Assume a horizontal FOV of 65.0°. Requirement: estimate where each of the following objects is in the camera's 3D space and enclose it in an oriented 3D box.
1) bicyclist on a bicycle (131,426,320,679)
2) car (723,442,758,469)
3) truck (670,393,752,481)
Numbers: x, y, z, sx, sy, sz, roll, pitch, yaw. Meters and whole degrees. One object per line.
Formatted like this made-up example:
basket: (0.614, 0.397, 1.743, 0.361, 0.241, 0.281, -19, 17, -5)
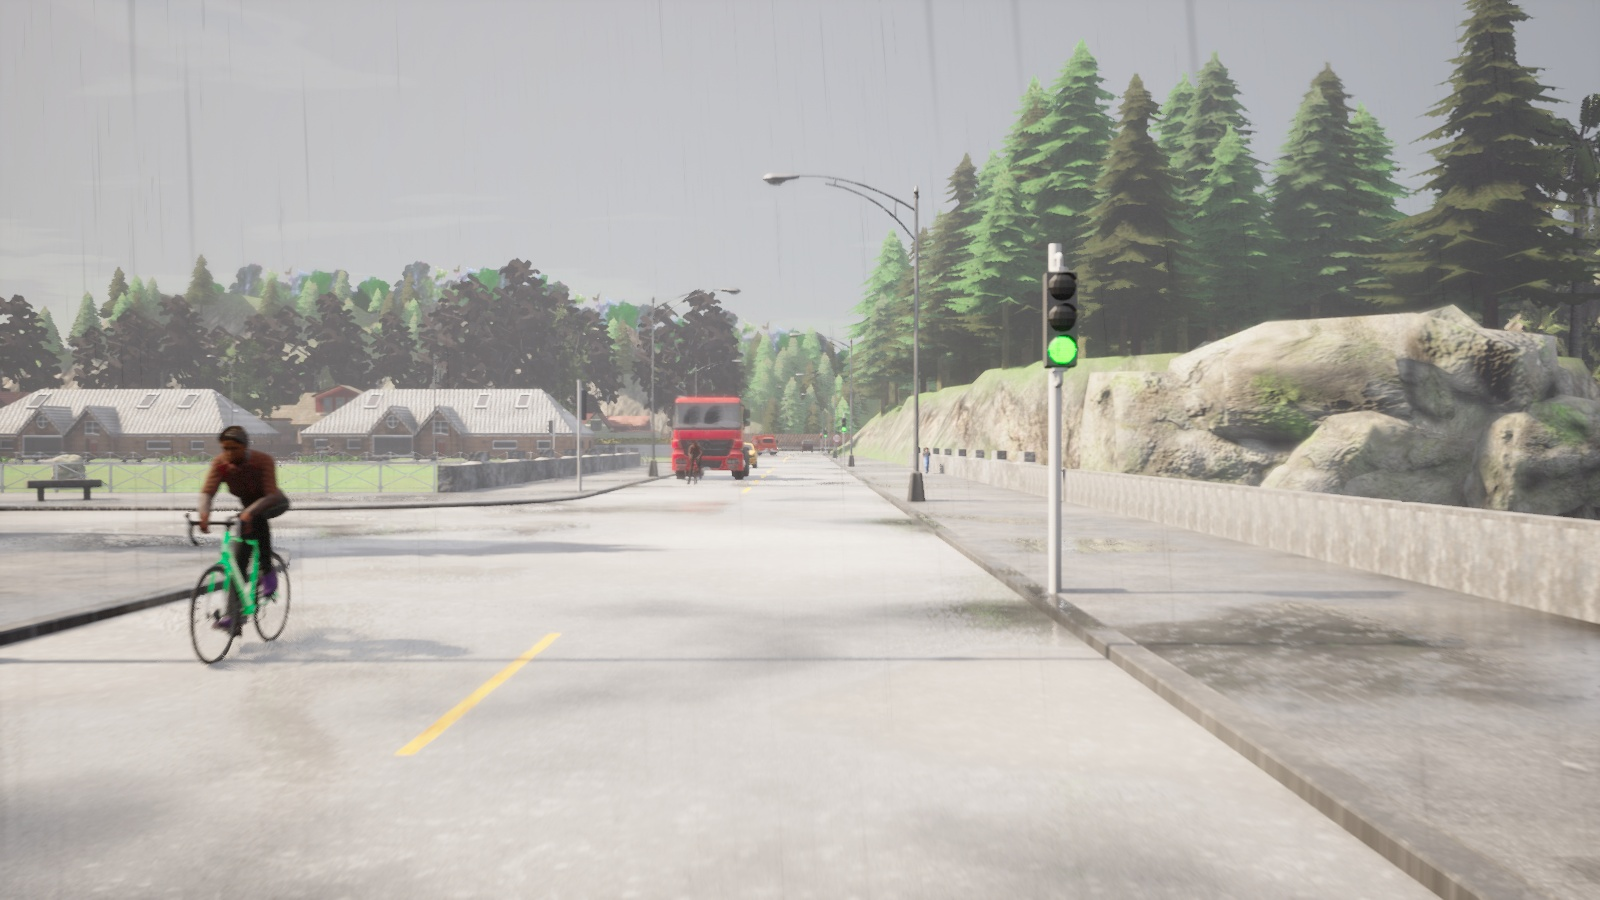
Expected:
bicyclist on a bicycle: (-3.983, 0.646, 8.845, 0.582, 1.620, 1.656, 0, 1, -1)
car: (-3.505, 0.299, 74.943, 1.882, 1.535, 5.008, 0, 0, 0)
truck: (-3.673, -0.541, 53.717, 2.891, 3.462, 7.936, 0, 0, 0)
